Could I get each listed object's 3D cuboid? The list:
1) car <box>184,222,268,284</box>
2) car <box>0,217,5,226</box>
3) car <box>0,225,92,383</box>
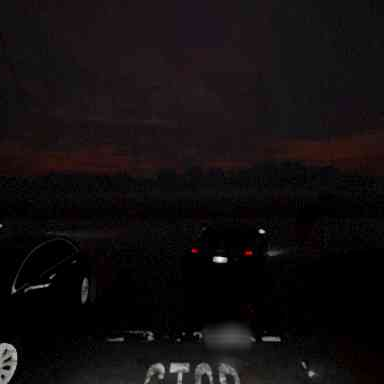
[{"bbox_3d":[1.158,1.568,9.790,1.994,1.385,4.181,0,0,14],"label":"car"},{"bbox_3d":[-13.162,1.657,18.820,4.902,1.511,2.128,0,2,2],"label":"car"},{"bbox_3d":[-2.997,1.493,5.117,1.837,1.490,4.892,0,0,0],"label":"car"}]
